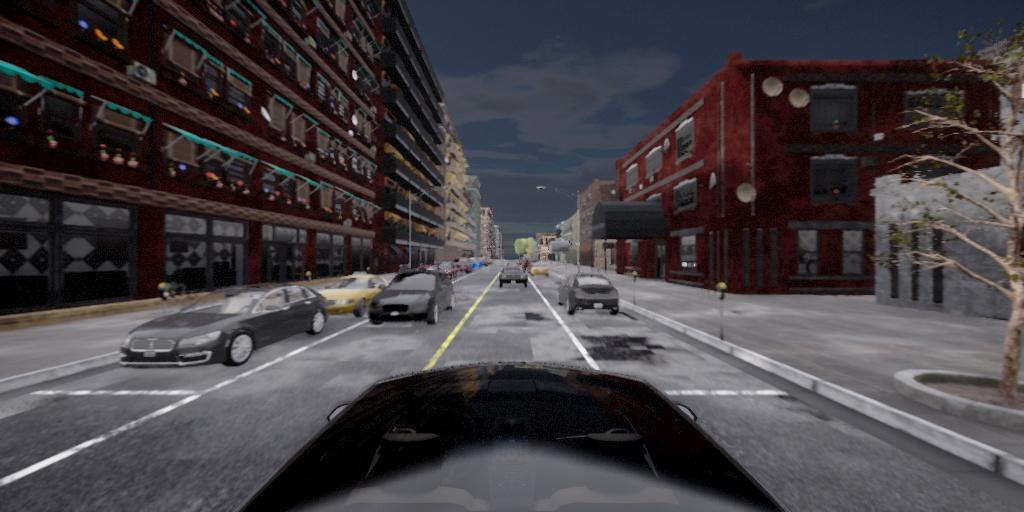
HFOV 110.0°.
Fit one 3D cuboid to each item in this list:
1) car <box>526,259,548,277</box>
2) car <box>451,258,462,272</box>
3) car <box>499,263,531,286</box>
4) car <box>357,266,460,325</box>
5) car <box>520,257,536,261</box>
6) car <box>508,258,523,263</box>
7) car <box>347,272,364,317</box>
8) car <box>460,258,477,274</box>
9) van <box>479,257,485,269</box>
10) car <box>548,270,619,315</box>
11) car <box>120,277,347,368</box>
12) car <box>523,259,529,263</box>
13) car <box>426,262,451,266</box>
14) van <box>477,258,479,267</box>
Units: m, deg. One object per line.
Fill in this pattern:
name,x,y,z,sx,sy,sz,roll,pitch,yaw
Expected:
car,2.683,1.307,35.682,1.751,1.417,4.829,0,0,0
car,-5.697,1.214,29.971,1.967,1.591,4.097,0,0,0
car,0.092,1.370,24.979,1.895,1.301,4.718,0,0,0
car,-3.090,1.261,11.899,1.837,1.490,4.892,0,0,0
car,2.680,1.123,52.129,2.192,1.841,5.009,0,0,0
car,0.090,1.366,48.850,1.994,1.385,4.181,0,0,0
car,-5.693,1.283,13.183,1.751,1.417,4.829,0,0,0
car,-5.699,1.104,41.050,2.192,1.841,5.009,0,0,0
van,-5.703,1.160,57.667,1.690,1.789,3.998,0,0,0
car,2.688,1.308,13.356,2.007,1.370,4.403,0,0,0
car,-5.692,1.304,7.814,2.007,1.370,4.403,0,0,0
car,2.681,1.340,41.051,2.007,1.370,4.403,0,0,0
car,-5.696,1.314,24.432,1.888,1.381,4.507,0,0,0
van,-5.700,1.139,46.590,1.690,1.789,3.998,0,0,0
